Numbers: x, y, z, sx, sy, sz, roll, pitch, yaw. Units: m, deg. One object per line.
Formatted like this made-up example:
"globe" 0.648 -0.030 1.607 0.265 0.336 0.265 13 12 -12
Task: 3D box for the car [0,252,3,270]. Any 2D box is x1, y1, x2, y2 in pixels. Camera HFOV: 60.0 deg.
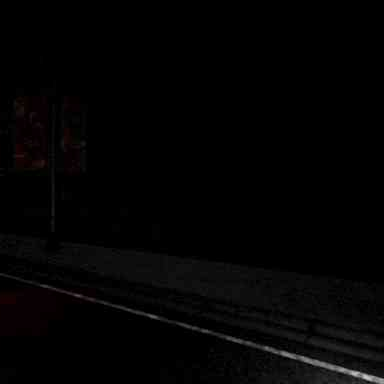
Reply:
"car" -6.956 1.670 8.628 4.718 1.301 1.895 0 0 35
